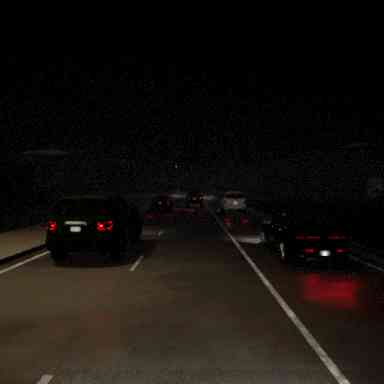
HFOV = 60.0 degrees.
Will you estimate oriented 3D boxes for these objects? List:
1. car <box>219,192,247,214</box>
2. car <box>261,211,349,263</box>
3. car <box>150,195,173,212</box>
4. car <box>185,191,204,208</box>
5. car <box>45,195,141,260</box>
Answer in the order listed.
[{"bbox_3d":[3.846,0.999,31.901,2.150,2.045,5.566,0,0,0],"label":"car"},{"bbox_3d":[3.691,1.425,11.608,1.837,1.490,4.892,0,0,0],"label":"car"},{"bbox_3d":[-3.129,1.102,34.946,2.097,1.767,4.553,0,0,0],"label":"car"},{"bbox_3d":[0.345,0.916,42.789,2.150,2.045,5.566,0,0,1],"label":"car"},{"bbox_3d":[-3.310,1.132,12.185,2.150,2.045,5.566,0,0,0],"label":"car"}]
